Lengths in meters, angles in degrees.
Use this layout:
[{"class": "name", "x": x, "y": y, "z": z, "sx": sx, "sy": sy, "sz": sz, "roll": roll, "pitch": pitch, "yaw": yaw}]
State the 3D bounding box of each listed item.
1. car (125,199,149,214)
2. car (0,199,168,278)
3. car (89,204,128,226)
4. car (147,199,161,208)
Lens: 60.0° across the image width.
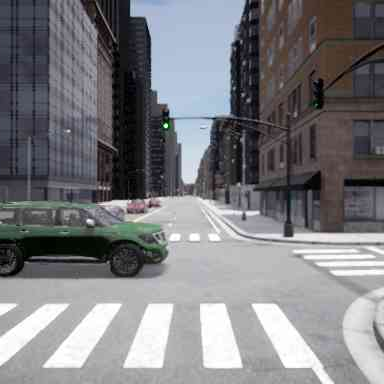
[{"class": "car", "x": -6.603, "y": 1.702, "z": 40.326, "sx": 2.097, "sy": 1.767, "sz": 4.553, "roll": 0, "pitch": 0, "yaw": 0}, {"class": "car", "x": -3.516, "y": 1.316, "z": 10.019, "sx": 5.566, "sy": 2.045, "sz": 2.150, "roll": 0, "pitch": -1, "yaw": 1}, {"class": "car", "x": -6.639, "y": 1.783, "z": 27.019, "sx": 2.033, "sy": 1.411, "sz": 5.357, "roll": 0, "pitch": 0, "yaw": -3}, {"class": "car", "x": -6.540, "y": 1.982, "z": 58.149, "sx": 1.882, "sy": 1.535, "sz": 5.008, "roll": 0, "pitch": -1, "yaw": 0}]
